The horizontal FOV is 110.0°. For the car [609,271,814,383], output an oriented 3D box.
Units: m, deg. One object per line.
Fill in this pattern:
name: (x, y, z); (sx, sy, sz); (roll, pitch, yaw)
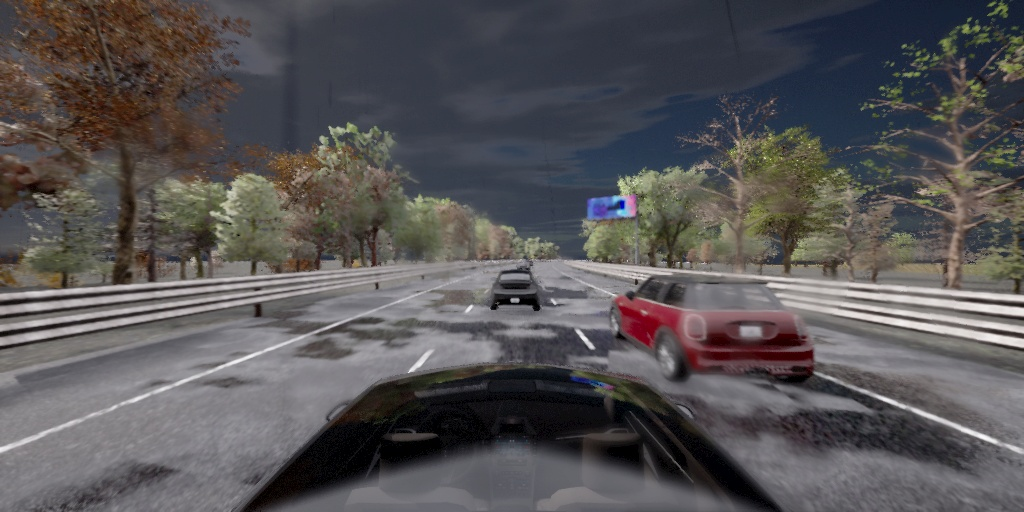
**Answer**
car: (3.514, 1.132, 7.364); (2.097, 1.767, 4.553); (0, 0, 0)

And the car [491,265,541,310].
car: (0.164, 1.313, 15.066); (1.837, 1.490, 4.892); (0, 0, 1)

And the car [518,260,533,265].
car: (1.647, 1.593, 50.448); (1.895, 1.301, 4.718); (0, 0, 4)
